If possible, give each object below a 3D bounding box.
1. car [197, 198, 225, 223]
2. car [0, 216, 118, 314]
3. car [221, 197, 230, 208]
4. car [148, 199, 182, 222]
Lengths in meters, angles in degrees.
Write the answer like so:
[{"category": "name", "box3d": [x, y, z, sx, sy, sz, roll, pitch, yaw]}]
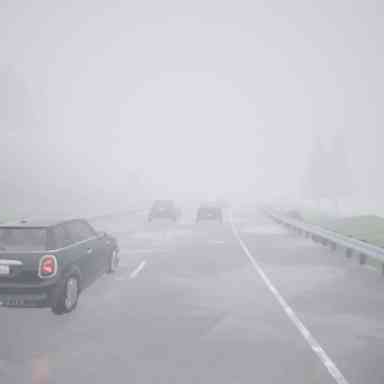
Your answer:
[{"category": "car", "box3d": [1.443, 1.483, 25.966, 1.882, 1.535, 5.008, 0, 0, 6]}, {"category": "car", "box3d": [-3.211, 1.348, 7.792, 2.097, 1.767, 4.553, 0, 0, 1]}, {"category": "car", "box3d": [4.345, 1.517, 47.594, 2.163, 1.488, 4.792, 0, 0, 11]}, {"category": "car", "box3d": [-2.021, 1.352, 26.269, 2.097, 1.767, 4.553, 0, 0, 5]}]
